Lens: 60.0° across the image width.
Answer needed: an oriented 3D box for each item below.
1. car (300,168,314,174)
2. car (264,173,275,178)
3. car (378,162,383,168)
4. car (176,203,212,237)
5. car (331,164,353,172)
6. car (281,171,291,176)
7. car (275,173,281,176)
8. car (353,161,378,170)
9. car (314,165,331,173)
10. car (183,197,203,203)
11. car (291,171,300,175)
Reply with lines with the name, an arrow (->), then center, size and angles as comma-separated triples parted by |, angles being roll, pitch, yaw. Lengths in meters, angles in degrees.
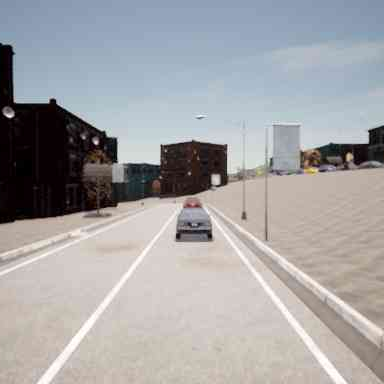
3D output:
car -> 22.447, -3.772, 61.273 | 2.097, 1.535, 5.008 | 0, 1, -4
car -> 21.494, -4.306, 88.806 | 2.185, 1.767, 4.553 | 0, 1, -1
car -> 25.043, -3.362, 39.242 | 2.231, 1.521, 4.892 | 0, 1, -9
car -> 0.095, 1.541, 17.843 | 2.033, 1.411, 5.357 | 0, 0, 0
car -> 23.535, -3.535, 50.077 | 2.163, 1.488, 4.792 | 0, 1, -6
car -> 21.861, -3.970, 72.352 | 2.231, 1.521, 4.892 | 0, 1, -1
car -> 21.732, -4.049, 77.870 | 2.231, 1.521, 4.892 | 0, 1, -1
car -> 24.237, -3.424, 44.603 | 2.002, 1.452, 4.674 | 0, 1, -7
car -> 22.915, -3.796, 55.768 | 2.185, 1.767, 4.553 | 0, 1, -5
car -> 0.100, 1.340, 36.720 | 2.097, 1.767, 4.553 | 0, 0, 0
car -> 22.094, -3.833, 66.810 | 2.002, 1.452, 4.674 | 0, 1, -2
